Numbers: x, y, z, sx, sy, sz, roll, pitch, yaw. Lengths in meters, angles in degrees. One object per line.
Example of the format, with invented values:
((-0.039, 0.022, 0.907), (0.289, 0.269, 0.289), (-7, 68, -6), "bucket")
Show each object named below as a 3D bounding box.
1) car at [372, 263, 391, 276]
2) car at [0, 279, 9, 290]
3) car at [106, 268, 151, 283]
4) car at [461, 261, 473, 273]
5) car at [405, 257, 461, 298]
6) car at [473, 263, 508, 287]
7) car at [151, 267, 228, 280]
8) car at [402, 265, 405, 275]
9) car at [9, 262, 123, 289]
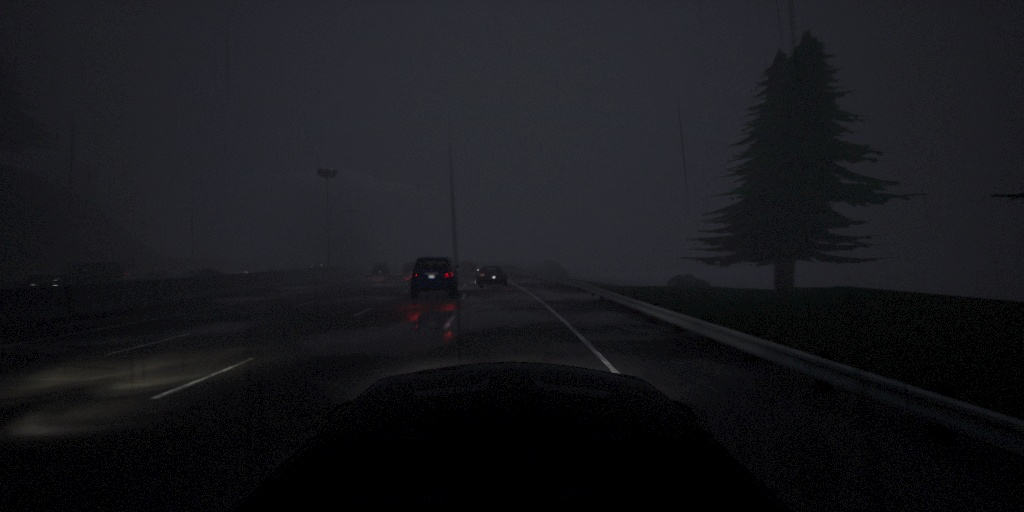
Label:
((-15.776, 1.540, 43.303), (1.837, 1.490, 4.892), (1, 0, -16), "car")
((-33.711, 1.763, 26.111), (1.882, 1.535, 5.008), (-1, 0, -10), "car")
((-26.703, 1.745, 26.541), (1.994, 1.385, 4.181), (-1, 0, -10), "car")
((-6.111, 1.370, 47.699), (1.882, 1.535, 5.008), (0, 0, -17), "car")
((-4.094, 1.054, 19.424), (2.150, 2.045, 5.566), (0, 0, -7), "car")
((-1.507, 1.363, 25.511), (1.994, 1.385, 4.181), (-1, 0, -9), "car")
((-23.109, 1.603, 26.266), (1.882, 1.535, 5.008), (-1, 0, -9), "car")
((-11.976, 1.482, 42.569), (1.837, 1.490, 4.892), (0, 0, -15), "car")
((-29.934, 1.449, 24.808), (2.150, 2.045, 5.566), (-1, 0, -9), "car")
